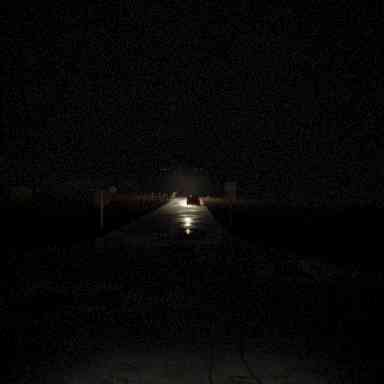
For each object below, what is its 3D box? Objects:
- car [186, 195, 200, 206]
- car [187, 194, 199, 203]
[{"bbox_3d":[0.187,1.222,52.807,2.097,1.767,4.553,0,1,0],"label":"car"},{"bbox_3d":[0.224,1.234,62.872,2.128,1.511,4.902,0,1,0],"label":"car"}]
